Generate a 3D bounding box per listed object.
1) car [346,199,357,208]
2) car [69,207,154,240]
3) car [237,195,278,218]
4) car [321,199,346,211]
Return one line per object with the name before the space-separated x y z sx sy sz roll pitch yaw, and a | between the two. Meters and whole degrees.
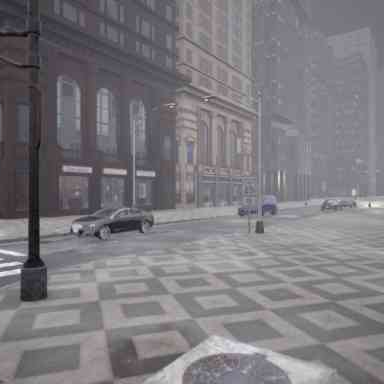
car | 23.760 1.703 50.747 2.033 1.411 5.357 0 0 36
car | -4.024 1.532 17.434 2.128 1.511 4.902 0 0 34
car | 6.403 1.315 31.983 2.150 2.045 5.566 0 0 36
car | 17.858 1.656 42.502 1.812 1.442 4.674 0 0 36
